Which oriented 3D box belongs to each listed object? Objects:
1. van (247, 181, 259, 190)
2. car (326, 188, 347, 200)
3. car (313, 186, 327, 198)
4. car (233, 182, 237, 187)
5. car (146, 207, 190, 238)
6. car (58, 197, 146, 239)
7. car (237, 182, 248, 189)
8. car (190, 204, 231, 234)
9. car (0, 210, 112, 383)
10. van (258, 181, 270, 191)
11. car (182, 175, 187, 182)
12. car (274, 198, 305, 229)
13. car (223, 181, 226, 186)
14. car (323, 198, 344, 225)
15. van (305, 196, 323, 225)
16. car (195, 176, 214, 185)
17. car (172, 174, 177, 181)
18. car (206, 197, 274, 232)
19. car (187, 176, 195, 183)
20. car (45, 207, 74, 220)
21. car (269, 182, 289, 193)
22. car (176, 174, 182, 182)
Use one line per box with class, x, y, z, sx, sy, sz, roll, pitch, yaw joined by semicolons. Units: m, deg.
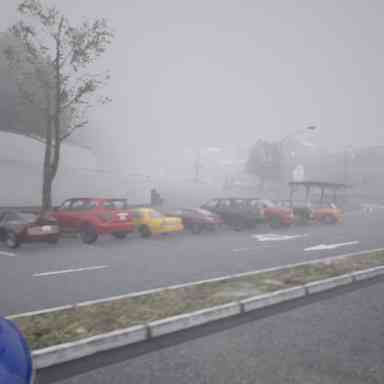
van;14.061;-1.344;69.966;1.878;1.987;4.442;8;3;35
car;24.428;0.556;55.258;2.002;1.452;4.674;7;3;35
car;22.743;-0.006;57.734;2.435;2.045;5.566;7;3;35
car;10.661;-1.623;75.021;2.002;1.452;4.674;7;3;35
car;-2.991;1.567;18.269;5.366;1.575;1.946;-1;-1;35
car;-5.311;1.288;16.444;5.566;2.045;2.435;-1;-1;35
car;12.489;-1.390;72.698;1.946;1.575;5.366;7;3;35
car;-0.384;1.637;19.894;4.674;1.452;2.002;-1;-1;35
car;-3.276;1.204;0.798;5.566;2.045;2.150;0;0;-35
van;15.787;-1.071;67.492;1.878;1.987;4.442;8;3;35
car;0.191;-3.430;89.735;2.185;1.767;4.553;6;2;34
car;4.561;1.405;23.354;5.566;2.045;2.435;-1;-2;35
car;8.922;-1.897;77.486;2.002;1.452;4.674;7;3;35
car;9.510;1.590;26.770;4.553;1.767;2.185;-1;-1;35
van;7.100;1.459;25.022;4.442;1.987;1.878;-1;-1;35
car;3.828;-2.754;85.004;1.946;1.575;5.366;7;3;34
car;-3.304;-3.943;94.557;2.435;2.045;5.566;1;-2;34
car;2.046;1.376;21.651;5.566;2.045;2.435;-1;-1;35
car;1.982;-3.278;87.267;2.435;2.045;5.566;7;3;34
car;-7.758;1.539;14.699;4.792;1.488;2.163;-1;-1;35
car;17.542;-0.572;65.126;2.231;1.521;4.892;7;3;35
car;-1.536;-3.665;92.207;2.185;1.767;4.553;4;0;34
